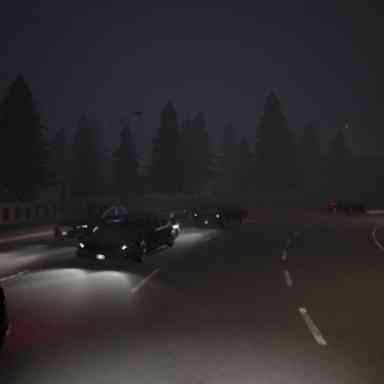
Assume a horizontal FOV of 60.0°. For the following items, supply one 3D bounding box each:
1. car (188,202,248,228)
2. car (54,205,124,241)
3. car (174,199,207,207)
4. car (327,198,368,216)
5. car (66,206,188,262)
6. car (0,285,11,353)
[{"bbox_3d":[1.939,1.449,21.357,1.895,1.301,4.718,0,0,31],"label":"car"},{"bbox_3d":[-4.327,1.379,15.733,2.128,1.511,4.902,0,0,20],"label":"car"},{"bbox_3d":[-0.078,1.314,24.897,2.128,1.511,4.902,0,0,32],"label":"car"},{"bbox_3d":[14.209,1.278,30.210,4.902,1.511,2.128,0,1,-39],"label":"car"},{"bbox_3d":[-1.946,1.461,12.126,2.033,1.411,5.357,0,0,15],"label":"car"},{"bbox_3d":[-3.269,1.476,2.105,2.128,1.511,4.902,0,0,4],"label":"car"}]
